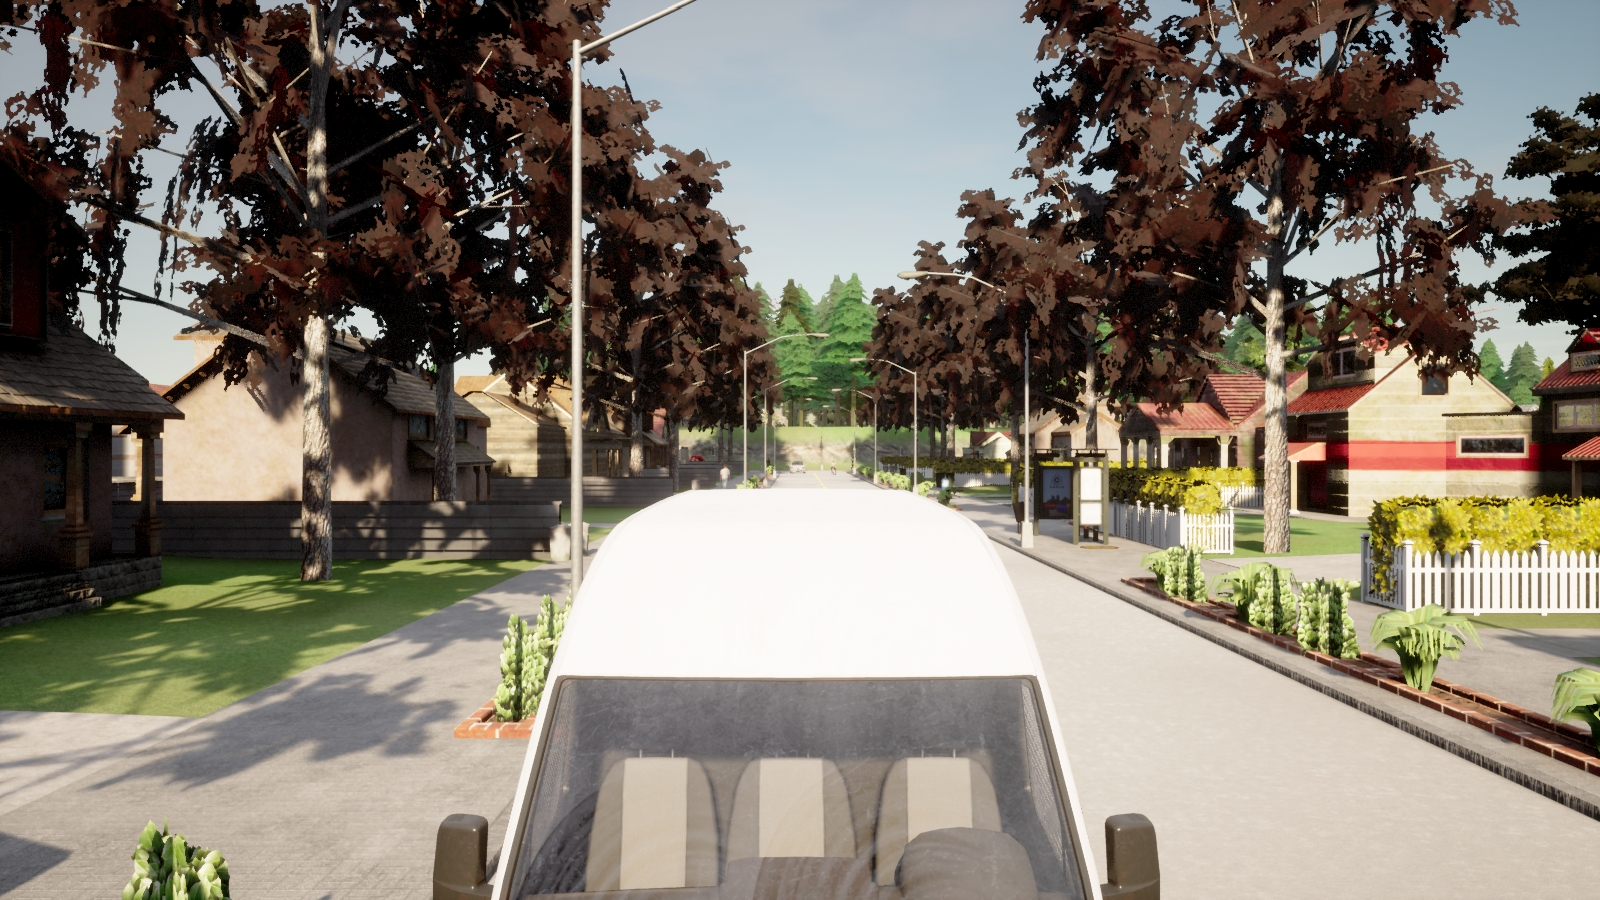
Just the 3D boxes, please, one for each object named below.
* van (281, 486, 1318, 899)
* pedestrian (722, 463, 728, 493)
[{"bbox_3d":[-0.006,1.534,5.149,1.988,2.561,5.915,0,0,0],"label":"van"},{"bbox_3d":[-4.681,1.743,71.472,0.375,1.860,0.375,0,0,3],"label":"pedestrian"}]
